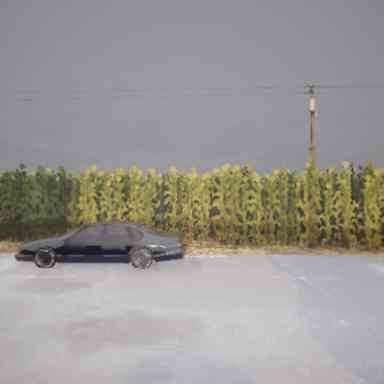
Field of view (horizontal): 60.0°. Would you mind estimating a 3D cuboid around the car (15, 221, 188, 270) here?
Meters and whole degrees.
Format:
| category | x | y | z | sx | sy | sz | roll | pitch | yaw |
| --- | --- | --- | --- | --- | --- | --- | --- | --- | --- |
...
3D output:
| category | x | y | z | sx | sy | sz | roll | pitch | yaw |
| --- | --- | --- | --- | --- | --- | --- | --- | --- | --- |
| car | -2.833 | 1.691 | 11.033 | 5.357 | 1.411 | 2.033 | 0 | -1 | 1 |
